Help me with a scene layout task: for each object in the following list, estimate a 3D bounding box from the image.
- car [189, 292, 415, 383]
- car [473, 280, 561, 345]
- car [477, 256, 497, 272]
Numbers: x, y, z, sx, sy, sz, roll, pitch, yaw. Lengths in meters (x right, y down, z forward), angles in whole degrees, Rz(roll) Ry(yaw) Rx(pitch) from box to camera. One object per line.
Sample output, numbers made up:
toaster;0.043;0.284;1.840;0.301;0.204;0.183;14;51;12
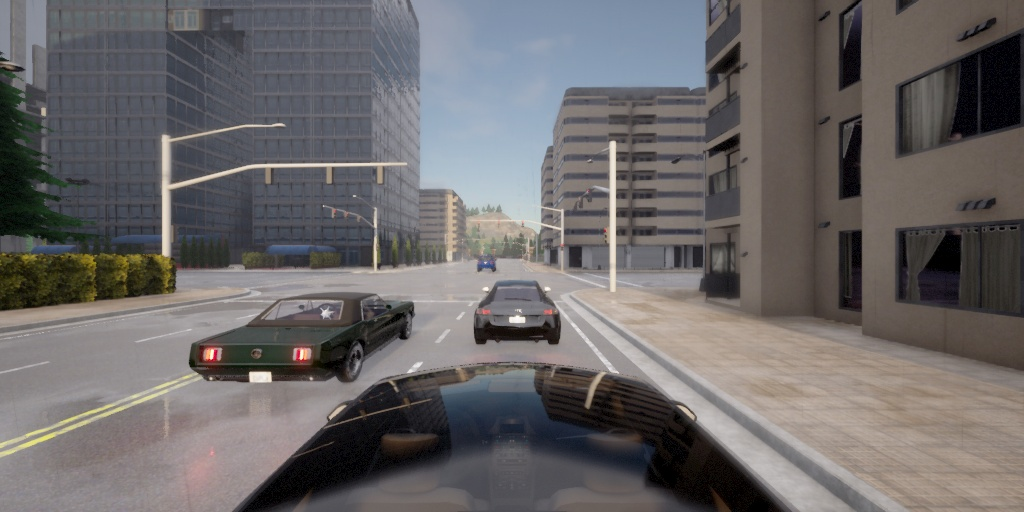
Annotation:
car;-3.381;1.351;7.067;1.895;1.301;4.718;0;0;0
car;0.130;1.314;9.545;1.994;1.385;4.181;0;0;1
car;-3.211;0.970;46.275;2.150;2.045;5.566;0;0;0
